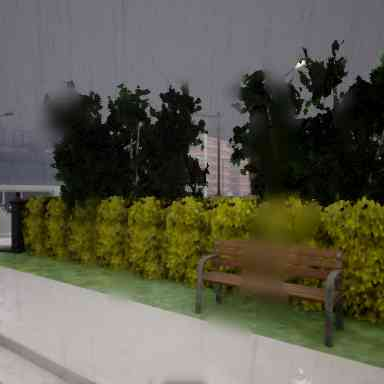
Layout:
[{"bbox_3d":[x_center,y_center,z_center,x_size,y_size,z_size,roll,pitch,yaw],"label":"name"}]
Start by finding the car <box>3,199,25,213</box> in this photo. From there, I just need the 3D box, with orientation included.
[{"bbox_3d":[-17.209,1.464,35.023,1.837,1.490,4.892,0,0,35],"label":"car"}]

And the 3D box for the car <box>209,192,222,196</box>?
[{"bbox_3d":[4.310,0.758,65.611,2.128,1.511,4.902,0,1,35],"label":"car"}]
